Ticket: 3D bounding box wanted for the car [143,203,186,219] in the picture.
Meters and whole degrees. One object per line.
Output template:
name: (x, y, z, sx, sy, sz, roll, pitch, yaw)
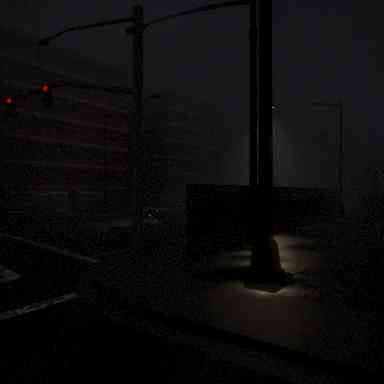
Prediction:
car: (-2.155, 1.601, 28.821, 1.895, 1.301, 4.718, 0, 0, 35)
